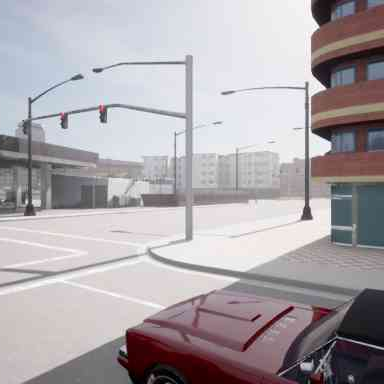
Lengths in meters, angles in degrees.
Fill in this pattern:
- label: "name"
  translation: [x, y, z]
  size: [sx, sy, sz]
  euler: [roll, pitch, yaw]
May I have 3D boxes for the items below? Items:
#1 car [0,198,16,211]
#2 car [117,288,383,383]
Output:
- label: "car"
  translation: [-22.300, 1.456, 38.828]
  size: [3.806, 1.475, 1.970]
  euler: [0, 0, 36]
- label: "car"
  translation: [1.551, 1.601, 2.867]
  size: [4.718, 1.301, 1.895]
  euler: [0, 0, 36]
